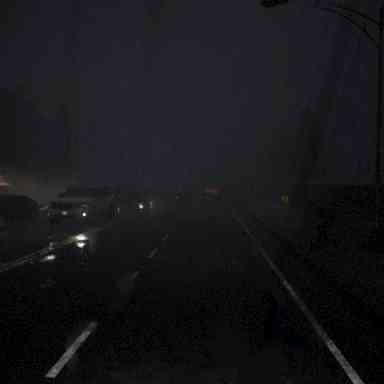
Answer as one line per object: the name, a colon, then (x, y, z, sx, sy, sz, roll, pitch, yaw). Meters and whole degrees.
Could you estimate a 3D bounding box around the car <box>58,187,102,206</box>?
car: (-8.986, 0.295, 27.117, 1.994, 1.385, 4.181, 1, 2, 3)

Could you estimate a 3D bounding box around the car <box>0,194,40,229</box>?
car: (-9.691, 0.924, 17.071, 1.837, 1.490, 4.892, 1, 2, 3)

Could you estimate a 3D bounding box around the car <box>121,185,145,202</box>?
car: (-5.489, 0.130, 26.932, 2.097, 1.767, 4.553, 1, 2, 3)

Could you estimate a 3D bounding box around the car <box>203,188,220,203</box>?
car: (2.234, 0.503, 37.642, 1.895, 1.301, 4.718, 1, 2, 4)

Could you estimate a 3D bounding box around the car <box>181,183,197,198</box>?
car: (-0.576, -0.251, 49.516, 2.150, 2.045, 5.566, 1, 1, 4)

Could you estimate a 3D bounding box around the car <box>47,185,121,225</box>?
car: (-6.066, 0.613, 19.003, 2.150, 2.045, 5.566, 1, 1, 3)

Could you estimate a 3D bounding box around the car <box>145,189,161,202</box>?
car: (-4.831, 0.399, 38.154, 1.994, 1.385, 4.181, 1, 2, 4)

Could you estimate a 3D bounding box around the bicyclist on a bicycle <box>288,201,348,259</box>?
bicyclist on a bicycle: (3.512, 1.065, 9.317, 1.656, 1.620, 0.582, -2, 2, 4)

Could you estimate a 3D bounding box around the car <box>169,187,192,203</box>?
car: (-1.362, 0.481, 36.227, 1.994, 1.385, 4.181, 1, 2, 3)

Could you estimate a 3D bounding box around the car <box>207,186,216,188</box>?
car: (2.964, -0.104, 49.997, 2.097, 1.767, 4.553, 1, 2, 4)
